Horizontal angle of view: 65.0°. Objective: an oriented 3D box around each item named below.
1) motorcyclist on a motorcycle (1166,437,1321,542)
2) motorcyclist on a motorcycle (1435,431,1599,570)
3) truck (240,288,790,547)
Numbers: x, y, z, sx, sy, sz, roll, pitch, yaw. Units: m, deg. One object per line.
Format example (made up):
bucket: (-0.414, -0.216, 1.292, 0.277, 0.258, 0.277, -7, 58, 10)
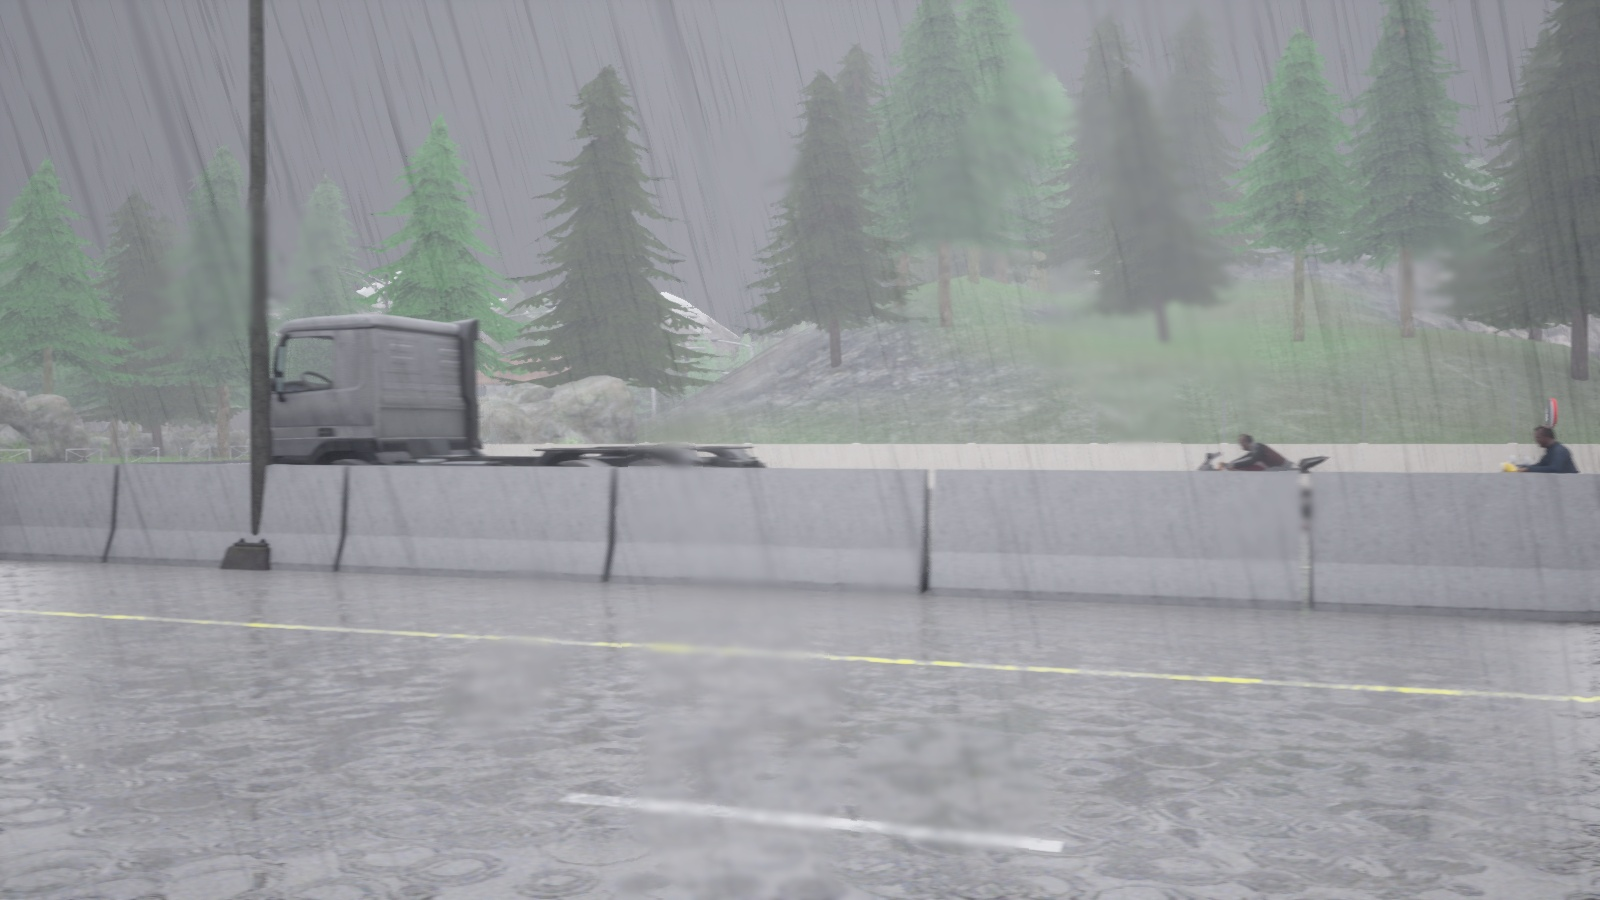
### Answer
motorcyclist on a motorcycle: (6.809, 0.577, 19.365, 2.191, 1.530, 0.866, 1, 1, 19)
motorcyclist on a motorcycle: (8.686, 0.572, 15.040, 1.817, 1.590, 0.866, 0, 1, 19)
truck: (-4.385, -0.483, 19.424, 7.936, 3.462, 2.891, 1, 1, 19)
